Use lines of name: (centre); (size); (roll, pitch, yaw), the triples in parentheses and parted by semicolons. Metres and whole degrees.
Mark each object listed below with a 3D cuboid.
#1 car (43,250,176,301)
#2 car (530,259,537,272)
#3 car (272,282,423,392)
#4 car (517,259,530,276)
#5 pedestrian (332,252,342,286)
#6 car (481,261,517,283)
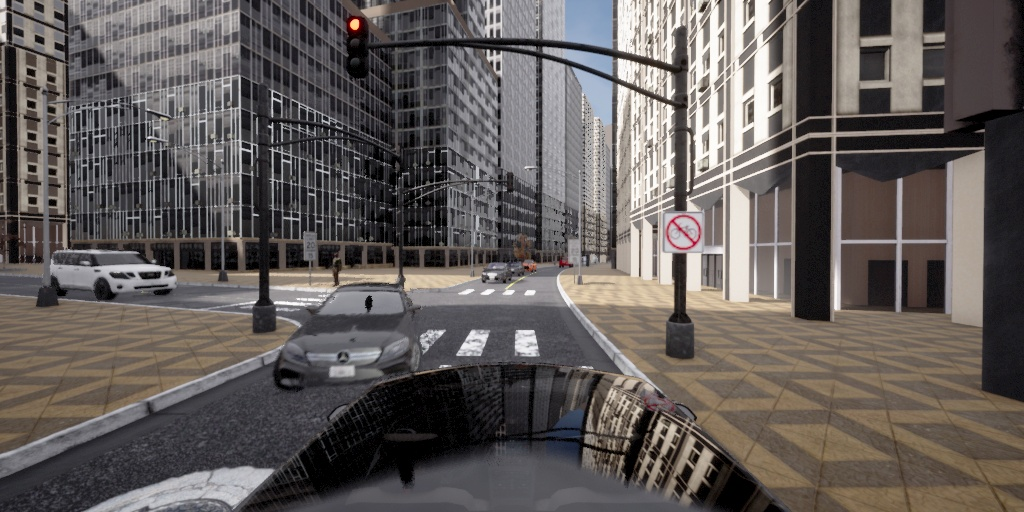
car: (-17.628, 0.753, 15.711); (5.566, 2.045, 2.150); (1, 1, 16)
car: (2.008, 1.213, 47.435); (2.097, 1.767, 4.553); (0, 0, 12)
car: (-2.775, 1.275, 7.032); (1.812, 1.442, 4.674); (1, 0, -13)
car: (0.229, 1.306, 37.657); (2.128, 1.511, 4.902); (0, 0, 9)
pedestrian: (-9.523, 0.714, 19.442); (0.375, 1.860, 0.375); (0, 0, 16)
car: (-1.117, 1.272, 28.175); (2.128, 1.511, 4.902); (0, 0, 7)
